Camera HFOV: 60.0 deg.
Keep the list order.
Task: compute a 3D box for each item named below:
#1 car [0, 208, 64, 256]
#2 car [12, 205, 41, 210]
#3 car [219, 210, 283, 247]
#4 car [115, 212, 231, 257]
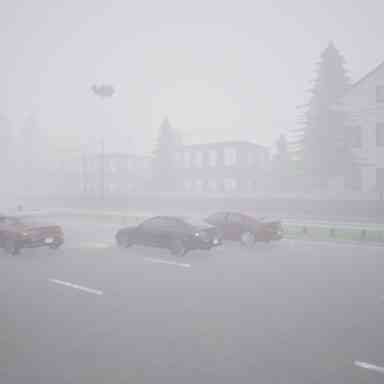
[{"bbox_3d":[-7.028,1.577,13.377,4.674,1.442,1.812,0,0,36],"label":"car"},{"bbox_3d":[-13.647,1.703,26.764,4.718,1.301,1.895,0,0,36],"label":"car"},{"bbox_3d":[1.743,1.583,15.688,5.008,1.535,1.882,0,0,36],"label":"car"},{"bbox_3d":[-1.018,1.604,13.350,4.674,1.442,1.812,0,0,36],"label":"car"}]
